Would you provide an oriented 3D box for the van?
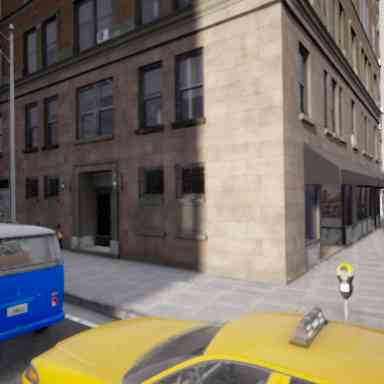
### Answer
[{"bbox_3d":[-3.884,1.389,5.633,3.998,1.788,1.690,-1,-1,36],"label":"van"}]

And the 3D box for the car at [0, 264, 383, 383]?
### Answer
[{"bbox_3d":[0.595,1.531,2.433,4.829,1.417,1.752,-1,-1,36],"label":"car"}]
